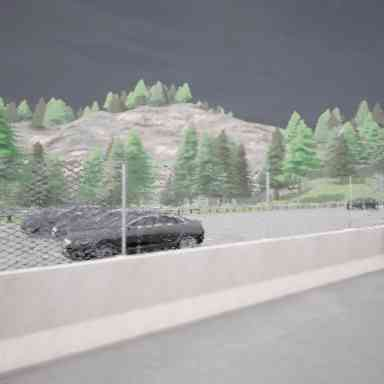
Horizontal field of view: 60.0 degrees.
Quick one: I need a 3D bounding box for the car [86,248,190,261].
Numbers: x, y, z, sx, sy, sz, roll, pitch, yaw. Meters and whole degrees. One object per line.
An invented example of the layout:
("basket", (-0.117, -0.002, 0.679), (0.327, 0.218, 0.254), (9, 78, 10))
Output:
("car", (-1.786, 1.412, 11.303), (4.902, 1.511, 2.128), (0, 0, -35))
